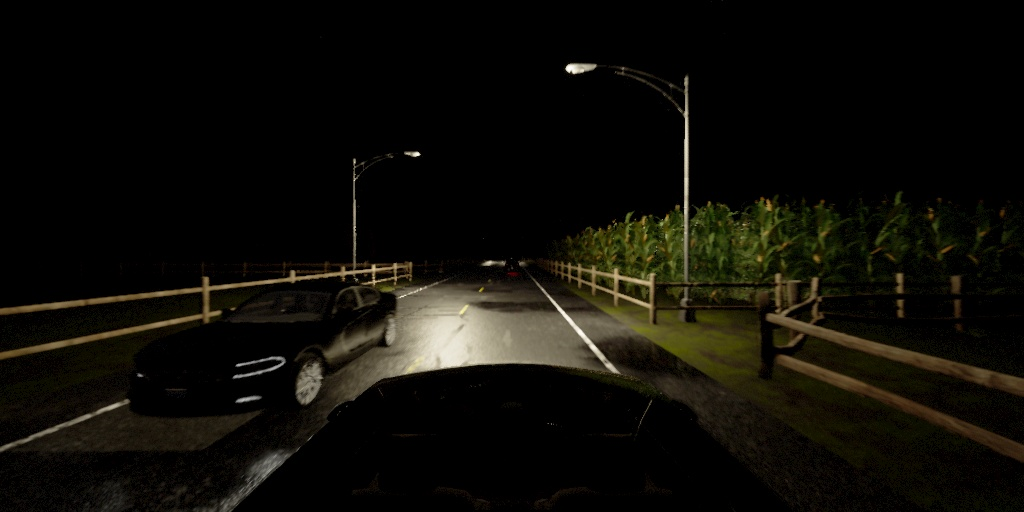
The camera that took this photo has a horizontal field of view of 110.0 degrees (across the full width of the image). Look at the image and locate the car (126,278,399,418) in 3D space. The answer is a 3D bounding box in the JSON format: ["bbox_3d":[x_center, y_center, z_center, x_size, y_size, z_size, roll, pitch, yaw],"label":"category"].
[{"bbox_3d":[-3.555,1.208,6.308,1.882,1.535,5.008,0,0,0],"label":"car"}]

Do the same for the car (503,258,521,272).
[{"bbox_3d":[0.035,1.104,44.045,1.837,1.490,4.892,0,1,1],"label":"car"}]
